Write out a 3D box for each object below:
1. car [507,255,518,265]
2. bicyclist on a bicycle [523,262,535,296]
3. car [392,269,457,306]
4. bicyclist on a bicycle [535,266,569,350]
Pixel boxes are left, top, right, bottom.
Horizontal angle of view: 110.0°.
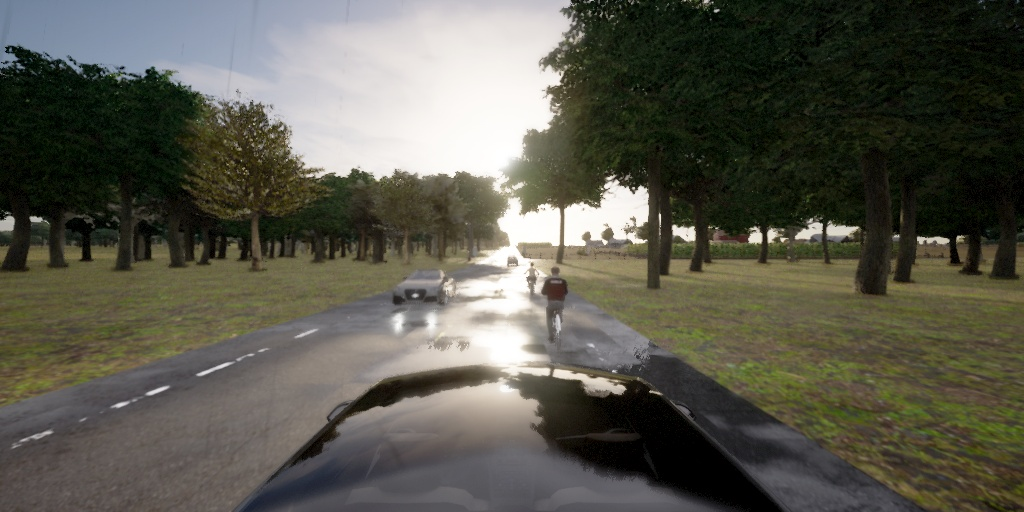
[{"bbox_3d":[0.108,0.786,60.145,2.128,1.511,4.902,0,1,0],"label":"car"},{"bbox_3d":[0.984,1.123,17.866,0.866,1.612,1.509,0,0,0],"label":"bicyclist on a bicycle"},{"bbox_3d":[-3.599,1.267,15.347,1.994,1.385,4.181,0,0,0],"label":"car"},{"bbox_3d":[0.965,1.112,8.151,0.659,1.776,1.843,0,0,0],"label":"bicyclist on a bicycle"}]
